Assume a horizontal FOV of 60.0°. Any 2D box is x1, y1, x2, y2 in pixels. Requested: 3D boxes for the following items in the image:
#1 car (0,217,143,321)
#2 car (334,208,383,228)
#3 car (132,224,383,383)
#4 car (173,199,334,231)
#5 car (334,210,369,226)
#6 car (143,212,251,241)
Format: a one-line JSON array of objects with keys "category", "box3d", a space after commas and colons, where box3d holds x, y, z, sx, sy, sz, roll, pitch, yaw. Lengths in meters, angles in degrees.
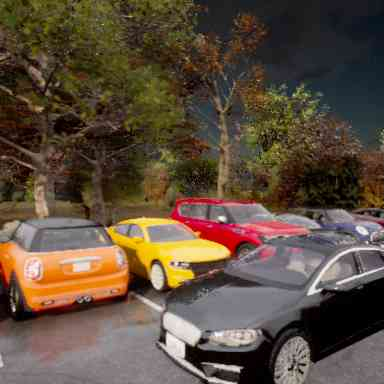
[{"category": "car", "box3d": [-3.216, 1.365, 7.724, 2.185, 1.767, 4.553, 0, 0, -35]}, {"category": "car", "box3d": [5.826, 1.430, 14.233, 2.185, 1.767, 4.553, 0, 0, -35]}, {"category": "car", "box3d": [1.803, 1.518, 5.272, 4.902, 1.511, 2.128, 0, 0, -35]}, {"category": "car", "box3d": [1.323, 1.273, 10.957, 2.435, 2.045, 5.566, 0, 0, -35]}, {"category": "car", "box3d": [3.570, 1.542, 12.598, 2.231, 1.521, 4.892, 0, 0, -35]}, {"category": "car", "box3d": [-0.968, 1.507, 9.368, 2.097, 1.535, 5.008, 0, 0, -35]}]
